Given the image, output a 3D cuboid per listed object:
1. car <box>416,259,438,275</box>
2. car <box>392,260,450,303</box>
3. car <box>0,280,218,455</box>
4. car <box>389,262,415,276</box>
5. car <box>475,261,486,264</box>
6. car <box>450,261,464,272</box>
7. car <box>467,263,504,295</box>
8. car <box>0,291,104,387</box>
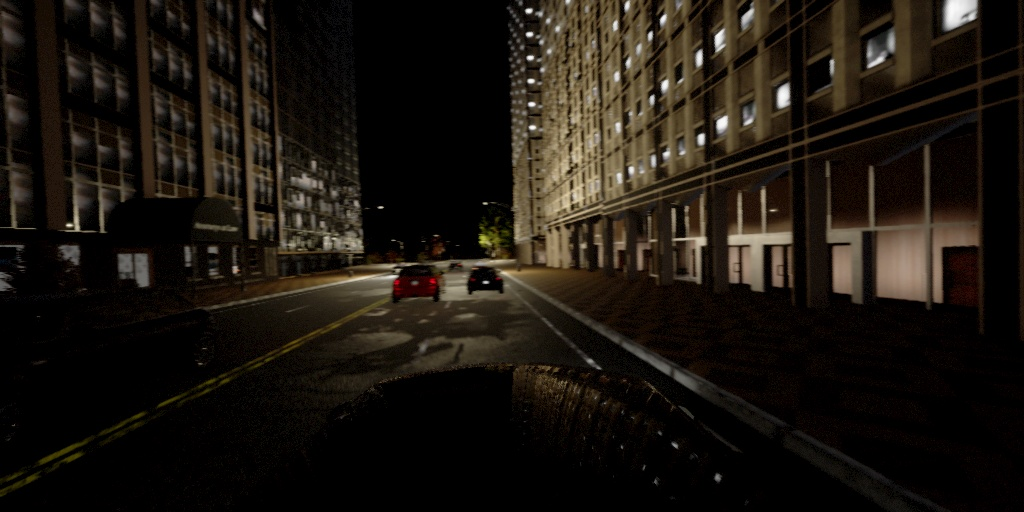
[{"bbox_3d":[-10.800,1.359,46.066,2.097,1.767,4.553,-2,0,-5],"label":"car"},{"bbox_3d":[-4.541,1.221,18.066,2.097,1.767,4.553,-2,0,-6],"label":"car"},{"bbox_3d":[-6.699,1.322,5.095,2.097,1.767,4.553,-2,0,-6],"label":"car"},{"bbox_3d":[-14.061,1.608,46.066,2.128,1.511,4.902,-2,0,-5],"label":"car"},{"bbox_3d":[-3.499,1.324,40.180,2.033,1.411,5.357,-2,0,-6],"label":"car"},{"bbox_3d":[-7.729,1.383,49.758,2.128,1.511,4.902,-2,0,-6],"label":"car"},{"bbox_3d":[-1.531,1.325,20.429,1.994,1.385,4.181,-2,0,-5],"label":"car"},{"bbox_3d":[-10.000,1.573,5.500,2.128,1.511,4.902,-2,0,-6],"label":"car"}]
